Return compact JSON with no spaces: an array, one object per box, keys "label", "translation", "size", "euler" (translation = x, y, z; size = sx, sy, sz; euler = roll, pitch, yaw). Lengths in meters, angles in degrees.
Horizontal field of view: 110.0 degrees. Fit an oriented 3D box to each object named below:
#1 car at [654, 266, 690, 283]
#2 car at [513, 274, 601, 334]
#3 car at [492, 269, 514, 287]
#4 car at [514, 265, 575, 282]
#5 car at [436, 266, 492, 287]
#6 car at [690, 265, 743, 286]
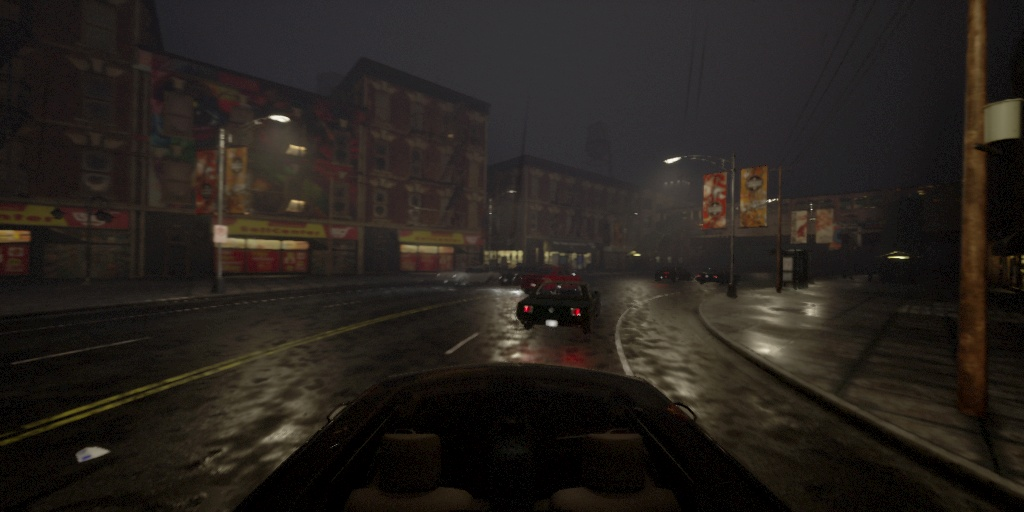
[{"label":"car","translation":[14.860,1.652,32.811],"size":[4.892,1.490,1.837],"euler":[1,0,-41]},{"label":"car","translation":[1.670,1.417,11.088],"size":[1.895,1.301,4.718],"euler":[1,0,18]},{"label":"car","translation":[1.114,1.360,24.700],"size":[1.837,1.490,4.892],"euler":[0,-1,39]},{"label":"car","translation":[2.352,1.339,20.148],"size":[1.882,1.535,5.008],"euler":[1,-1,32]},{"label":"car","translation":[-3.018,1.378,25.009],"size":[1.895,1.301,4.718],"euler":[1,0,35]},{"label":"car","translation":[17.750,1.742,30.749],"size":[5.357,1.411,2.033],"euler":[1,0,-40]}]
